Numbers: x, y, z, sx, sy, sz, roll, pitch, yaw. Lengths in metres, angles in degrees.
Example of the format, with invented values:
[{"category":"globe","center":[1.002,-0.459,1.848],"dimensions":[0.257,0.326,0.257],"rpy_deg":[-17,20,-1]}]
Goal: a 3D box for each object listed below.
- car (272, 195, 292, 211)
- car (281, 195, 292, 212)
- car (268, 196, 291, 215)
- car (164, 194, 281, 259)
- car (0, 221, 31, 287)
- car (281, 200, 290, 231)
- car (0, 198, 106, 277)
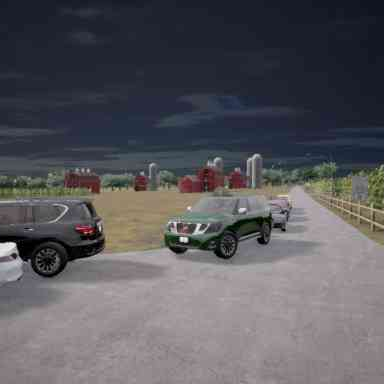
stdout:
[{"category":"car","center":[9.950,1.116,36.509],"dimensions":[1.882,1.535,5.008],"rpy_deg":[0,0,18]},{"category":"car","center":[6.230,1.239,24.755],"dimensions":[1.882,1.535,5.008],"rpy_deg":[0,0,18]},{"category":"car","center":[8.144,1.203,30.803],"dimensions":[1.837,1.490,4.892],"rpy_deg":[0,0,17]},{"category":"car","center":[1.279,1.110,12.690],"dimensions":[2.150,2.045,5.566],"rpy_deg":[0,0,34]},{"category":"car","center":[-5.969,1.613,6.559],"dimensions":[4.674,1.442,1.812],"rpy_deg":[-2,2,-34]},{"category":"car","center":[4.387,1.383,19.019],"dimensions":[1.994,1.385,4.181],"rpy_deg":[0,0,17]},{"category":"car","center":[-5.379,1.229,9.608],"dimensions":[5.566,2.045,2.150],"rpy_deg":[-1,1,-4]}]
